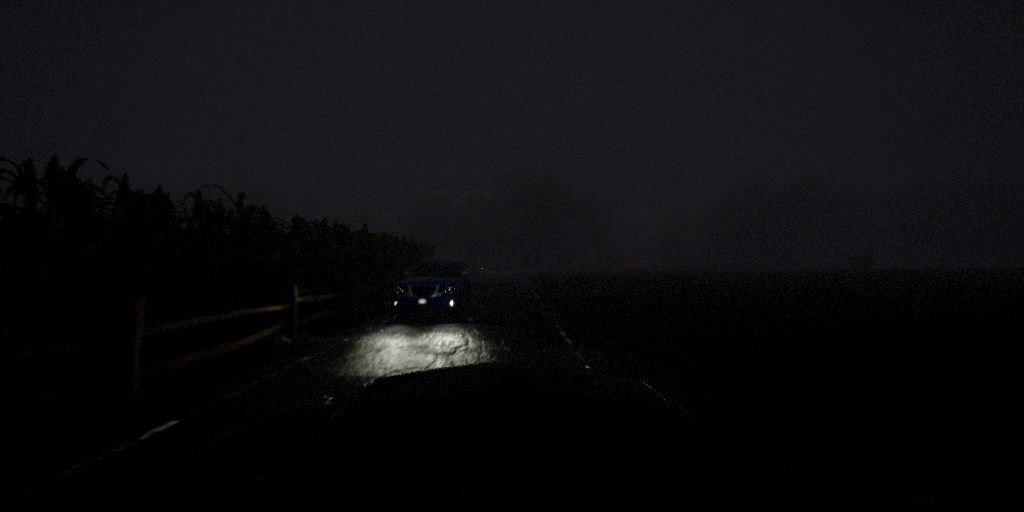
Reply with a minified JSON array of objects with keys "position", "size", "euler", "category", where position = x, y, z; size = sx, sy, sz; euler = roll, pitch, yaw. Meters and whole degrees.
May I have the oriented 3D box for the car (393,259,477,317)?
[{"position":[-2.853,1.119,14.174],"size":[2.150,2.045,5.566],"euler":[0,-1,0],"category":"car"}]
